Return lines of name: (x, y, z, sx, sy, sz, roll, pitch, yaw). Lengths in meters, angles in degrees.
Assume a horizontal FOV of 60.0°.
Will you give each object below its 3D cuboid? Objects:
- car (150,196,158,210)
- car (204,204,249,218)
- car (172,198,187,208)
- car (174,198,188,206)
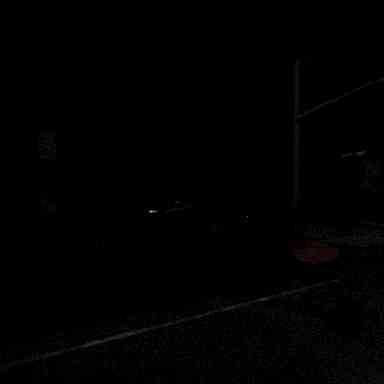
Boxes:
car: (-5.451, 1.594, 50.443, 2.150, 2.045, 5.566, 0, 0, -8)
car: (2.785, 1.820, 27.741, 1.837, 1.490, 4.892, 0, 0, -30)
car: (-2.396, 1.917, 56.930, 2.128, 1.511, 4.902, 0, 0, -2)
car: (-2.219, 1.954, 66.974, 1.882, 1.535, 5.008, 0, 0, 9)
